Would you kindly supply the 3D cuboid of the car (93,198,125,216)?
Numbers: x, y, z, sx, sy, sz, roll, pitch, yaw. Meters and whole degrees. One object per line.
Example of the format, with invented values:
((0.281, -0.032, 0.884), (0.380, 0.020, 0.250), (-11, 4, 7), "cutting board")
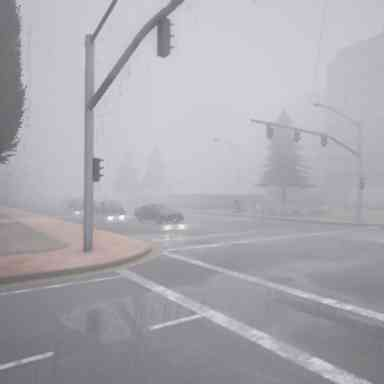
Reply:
((-8.566, 1.664, 34.448), (1.994, 1.385, 4.181), (1, 0, -36), "car")

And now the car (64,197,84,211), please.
((-14.452, 1.604, 42.656), (1.837, 1.490, 4.892), (1, 0, -36), "car")

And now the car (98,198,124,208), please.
((-12.938, 1.702, 52.840), (2.033, 1.411, 5.357), (1, 0, -35), "car")

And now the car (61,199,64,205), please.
((-21.874, 1.630, 59.109), (1.837, 1.490, 4.892), (1, 0, -36), "car")

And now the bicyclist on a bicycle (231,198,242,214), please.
((4.673, 1.488, 34.851), (1.656, 1.620, 0.582), (0, 0, -36), "bicyclist on a bicycle")

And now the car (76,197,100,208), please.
((-15.942, 1.618, 50.960), (2.128, 1.511, 4.902), (1, 0, -35), "car")

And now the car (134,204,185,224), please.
((-2.745, 1.648, 26.353), (2.033, 1.411, 5.357), (1, 0, -36), "car")

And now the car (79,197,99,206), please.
((-19.047, 1.631, 61.329), (1.882, 1.535, 5.008), (1, 0, -36), "car")
